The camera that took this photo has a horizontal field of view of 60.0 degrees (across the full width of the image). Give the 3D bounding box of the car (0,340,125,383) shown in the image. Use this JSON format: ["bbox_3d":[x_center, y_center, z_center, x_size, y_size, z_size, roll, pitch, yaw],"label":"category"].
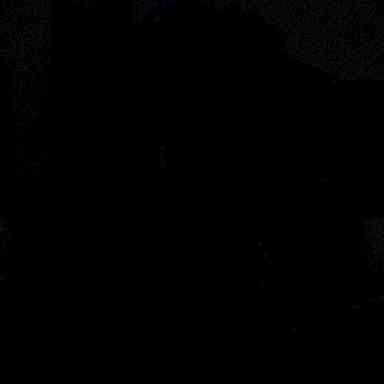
[{"bbox_3d":[-2.274,1.554,1.181,4.313,1.339,1.947,1,0,-35],"label":"car"}]
